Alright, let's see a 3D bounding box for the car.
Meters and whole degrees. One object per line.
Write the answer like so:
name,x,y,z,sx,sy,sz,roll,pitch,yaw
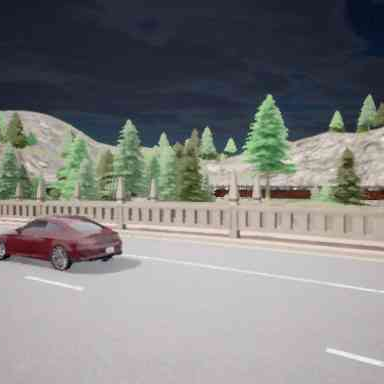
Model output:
car,-4.304,1.459,10.528,4.674,1.442,1.812,0,0,30
